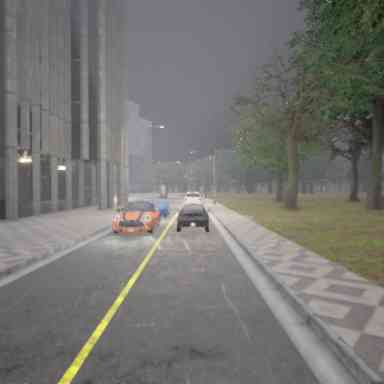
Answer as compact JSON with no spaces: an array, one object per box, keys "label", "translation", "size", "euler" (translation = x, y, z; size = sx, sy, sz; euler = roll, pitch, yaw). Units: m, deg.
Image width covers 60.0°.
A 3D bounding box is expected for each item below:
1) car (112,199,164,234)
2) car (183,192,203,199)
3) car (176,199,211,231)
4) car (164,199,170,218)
[{"label":"car","translation":[-3.013,1.296,18.733],"size":[2.097,1.767,4.553],"euler":[0,0,0]},{"label":"car","translation":[0.120,1.004,41.559],"size":[2.150,2.045,5.566],"euler":[0,1,0]},{"label":"car","translation":[0.077,1.444,20.132],"size":[1.837,1.490,4.892],"euler":[0,1,1]},{"label":"car","translation":[-2.982,1.358,29.142],"size":[1.882,1.535,5.008],"euler":[0,0,0]}]
